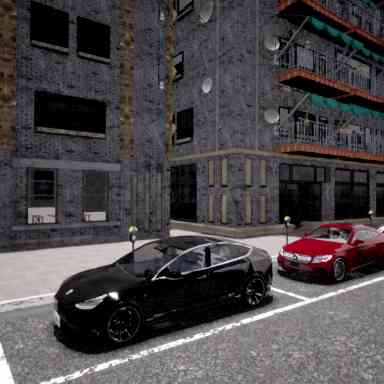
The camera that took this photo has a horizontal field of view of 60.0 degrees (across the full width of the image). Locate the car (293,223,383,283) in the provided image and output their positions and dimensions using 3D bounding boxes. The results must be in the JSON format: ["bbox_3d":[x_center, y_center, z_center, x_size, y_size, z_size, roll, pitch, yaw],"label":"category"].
[{"bbox_3d":[4.303,1.585,9.662,4.206,1.307,1.802,0,0,-36],"label":"car"}]

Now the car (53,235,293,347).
[{"bbox_3d":[-0.294,1.566,6.356,4.313,1.339,1.947,0,0,-36],"label":"car"}]
